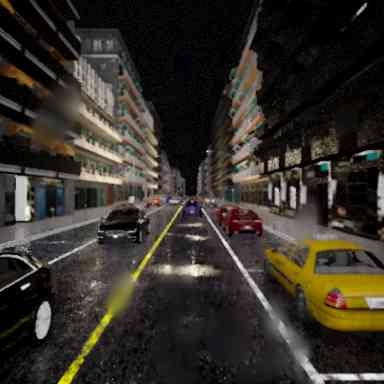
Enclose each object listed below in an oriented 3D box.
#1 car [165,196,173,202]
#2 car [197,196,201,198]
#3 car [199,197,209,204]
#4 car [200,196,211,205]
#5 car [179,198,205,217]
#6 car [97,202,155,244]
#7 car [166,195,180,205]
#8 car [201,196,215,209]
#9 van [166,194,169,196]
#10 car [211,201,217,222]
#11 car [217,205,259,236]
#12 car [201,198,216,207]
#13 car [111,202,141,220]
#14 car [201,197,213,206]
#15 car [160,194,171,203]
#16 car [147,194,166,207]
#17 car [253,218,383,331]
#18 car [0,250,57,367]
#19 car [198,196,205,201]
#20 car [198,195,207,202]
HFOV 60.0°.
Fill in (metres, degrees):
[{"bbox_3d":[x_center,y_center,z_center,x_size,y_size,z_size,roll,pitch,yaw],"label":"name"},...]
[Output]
[{"bbox_3d":[-5.934,1.718,86.076,1.887,1.381,4.507,0,0,0],"label":"car"},{"bbox_3d":[-0.032,1.589,47.105,1.812,1.442,4.674,0,0,0],"label":"car"},{"bbox_3d":[2.496,1.685,69.095,1.802,1.307,4.206,0,0,0],"label":"car"},{"bbox_3d":[2.512,1.531,63.432,1.967,1.590,4.097,0,0,0],"label":"car"},{"bbox_3d":[0.011,1.563,31.294,1.812,1.442,4.674,0,0,0],"label":"car"},{"bbox_3d":[-3.132,1.516,15.982,1.837,1.490,4.892,0,1,0],"label":"car"},{"bbox_3d":[-3.201,1.693,60.885,1.895,1.301,4.718,0,0,0],"label":"car"},{"bbox_3d":[2.561,1.611,46.446,2.008,1.369,4.403,0,0,0],"label":"car"},{"bbox_3d":[-5.885,1.454,69.093,1.690,1.788,3.998,0,0,0],"label":"van"},{"bbox_3d":[2.626,1.566,23.796,1.887,1.381,4.507,0,0,0],"label":"car"},{"bbox_3d":[2.642,1.557,18.135,1.887,1.381,4.507,0,0,0],"label":"car"},{"bbox_3d":[2.545,1.620,52.109,2.008,1.369,4.403,0,0,0],"label":"car"},{"bbox_3d":[-5.771,1.623,29.455,1.802,1.307,4.206,0,0,0],"label":"car"},{"bbox_3d":[2.529,1.624,57.771,1.887,1.381,4.507,0,0,0],"label":"car"},{"bbox_3d":[-5.902,1.447,74.753,2.192,1.841,5.009,0,0,0],"label":"car"},{"bbox_3d":[-5.836,1.394,52.106,2.192,1.841,5.009,0,0,0],"label":"car"},{"bbox_3d":[2.674,1.525,6.983,1.752,1.417,4.829,0,0,0],"label":"car"},{"bbox_3d":[-3.106,1.508,3.578,1.837,1.490,4.892,0,0,0],"label":"car"},{"bbox_3d":[2.446,1.690,86.247,1.752,1.417,4.829,0,0,0],"label":"car"},{"bbox_3d":[2.463,1.582,80.415,1.967,1.590,4.097,0,0,0],"label":"car"}]
